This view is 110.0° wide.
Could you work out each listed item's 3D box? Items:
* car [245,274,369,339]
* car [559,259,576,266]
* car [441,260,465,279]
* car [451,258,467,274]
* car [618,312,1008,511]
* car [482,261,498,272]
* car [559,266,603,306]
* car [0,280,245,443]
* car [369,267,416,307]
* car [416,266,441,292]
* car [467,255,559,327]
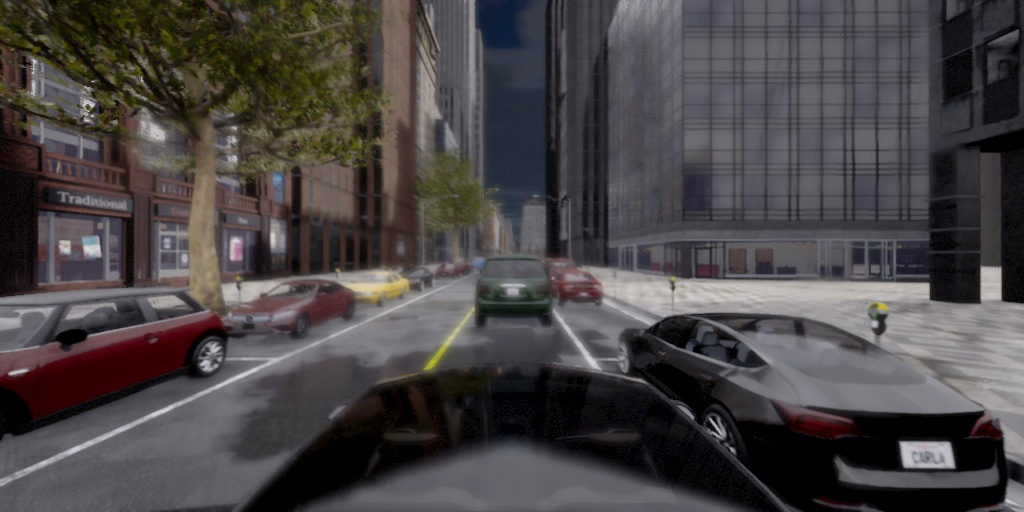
[{"bbox_3d":[-5.833,1.338,10.057,1.802,1.307,4.207,0,0,0],"label":"car"},{"bbox_3d":[2.728,1.085,21.302,2.192,1.841,5.009,0,0,0],"label":"car"},{"bbox_3d":[-5.761,1.333,32.614,1.888,1.381,4.507,0,0,0],"label":"car"},{"bbox_3d":[-5.743,1.111,38.254,2.192,1.841,5.009,0,0,0],"label":"car"},{"bbox_3d":[2.675,1.317,4.385,1.948,1.339,4.313,0,0,0],"label":"car"},{"bbox_3d":[-2.941,1.379,48.794,1.994,1.385,4.181,0,0,0],"label":"car"},{"bbox_3d":[2.710,1.307,15.662,1.888,1.381,4.507,0,0,0],"label":"car"},{"bbox_3d":[-5.851,1.191,4.417,1.967,1.591,4.097,0,0,0],"label":"car"},{"bbox_3d":[-5.815,1.287,15.525,1.751,1.417,4.829,0,0,0],"label":"car"},{"bbox_3d":[-5.797,1.335,21.335,1.948,1.339,4.313,0,0,0],"label":"car"},{"bbox_3d":[0.078,0.982,11.678,2.150,2.045,5.566,0,0,1],"label":"car"}]
